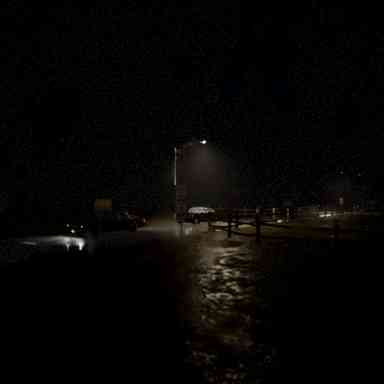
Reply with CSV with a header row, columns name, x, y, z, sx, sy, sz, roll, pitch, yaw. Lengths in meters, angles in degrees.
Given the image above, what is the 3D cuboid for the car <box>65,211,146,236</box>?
name,x,y,z,sx,sy,sz,roll,pitch,yaw
car,-5.284,1.924,21.239,2.033,1.411,5.357,-1,-2,35

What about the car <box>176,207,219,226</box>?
name,x,y,z,sx,sy,sz,roll,pitch,yaw
car,0.563,2.104,29.438,2.128,1.511,4.902,-1,-2,35

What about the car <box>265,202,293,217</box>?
name,x,y,z,sx,sy,sz,roll,pitch,yaw
car,11.998,2.321,45.386,2.150,2.045,5.566,-1,-2,36
